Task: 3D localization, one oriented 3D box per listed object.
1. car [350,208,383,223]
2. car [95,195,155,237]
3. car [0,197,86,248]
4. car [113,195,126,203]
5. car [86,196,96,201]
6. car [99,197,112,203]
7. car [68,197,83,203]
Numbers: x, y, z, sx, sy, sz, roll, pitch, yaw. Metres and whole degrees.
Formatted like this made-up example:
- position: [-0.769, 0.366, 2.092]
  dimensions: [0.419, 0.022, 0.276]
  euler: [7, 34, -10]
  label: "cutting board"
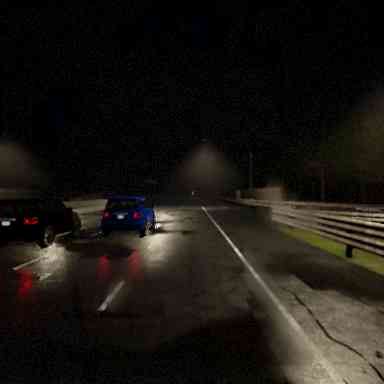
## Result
- position: [12.186, 1.824, 24.141]
  dimensions: [1.895, 1.301, 4.718]
  euler: [1, 0, -24]
  label: "car"
- position: [-3.400, 1.291, 18.535]
  dimensions: [2.150, 2.045, 5.566]
  euler: [0, 0, 0]
  label: "car"
- position: [-6.899, 1.276, 15.072]
  dimensions: [2.150, 2.045, 5.566]
  euler: [0, 0, 0]
  label: "car"
- position: [-17.524, 1.655, 80.653]
  dimensions: [2.150, 2.045, 5.566]
  euler: [0, 0, 0]
  label: "car"
- position: [-24.524, 1.970, 80.645]
  dimensions: [2.033, 1.411, 5.357]
  euler: [0, 0, 0]
  label: "car"
- position: [-21.024, 1.908, 80.664]
  dimensions: [1.882, 1.535, 5.008]
  euler: [0, 0, 0]
  label: "car"
- position: [-28.023, 1.906, 80.320]
  dimensions: [1.882, 1.535, 5.008]
  euler: [0, 0, 0]
  label: "car"
